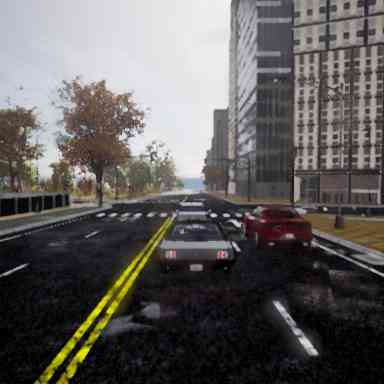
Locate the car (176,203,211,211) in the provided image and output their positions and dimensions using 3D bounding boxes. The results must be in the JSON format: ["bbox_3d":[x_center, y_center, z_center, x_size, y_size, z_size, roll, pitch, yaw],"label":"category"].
[{"bbox_3d":[0.074,1.303,18.271,2.033,1.411,5.357,0,1,0],"label":"car"}]

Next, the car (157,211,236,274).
[{"bbox_3d":[0.120,1.465,10.032,1.895,1.301,4.718,0,1,0],"label":"car"}]

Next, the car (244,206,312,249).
[{"bbox_3d":[3.326,1.293,13.706,1.882,1.535,5.008,0,1,1],"label":"car"}]
